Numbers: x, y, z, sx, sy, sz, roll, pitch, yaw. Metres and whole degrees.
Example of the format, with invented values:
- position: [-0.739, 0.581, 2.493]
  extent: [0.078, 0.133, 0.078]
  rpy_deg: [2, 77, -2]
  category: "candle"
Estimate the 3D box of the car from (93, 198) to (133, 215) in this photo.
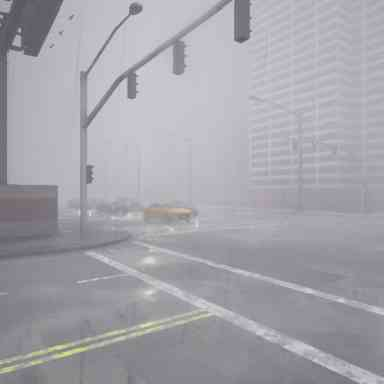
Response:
- position: [-8.038, 1.601, 33.540]
  extent: [1.895, 1.301, 4.718]
  rpy_deg: [0, 0, -35]
  category: "car"

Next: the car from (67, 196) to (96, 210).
- position: [-14.502, 1.547, 42.711]
  extent: [2.033, 1.411, 5.357]
  rpy_deg: [0, 0, -35]
  category: "car"

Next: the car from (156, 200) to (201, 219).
- position: [-1.326, 1.525, 30.101]
  extent: [1.812, 1.442, 4.674]
  rpy_deg: [0, 0, -35]
  category: "car"

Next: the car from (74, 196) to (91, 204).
- position: [-21.519, 1.526, 65.122]
  extent: [1.812, 1.442, 4.674]
  rpy_deg: [0, 0, -35]
  category: "car"

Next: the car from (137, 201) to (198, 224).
- position: [-1.939, 1.478, 24.898]
  extent: [1.882, 1.535, 5.008]
  rpy_deg: [0, 0, -35]
  category: "car"

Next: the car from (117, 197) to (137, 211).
- position: [-7.594, 1.352, 38.990]
  extent: [2.097, 1.767, 4.553]
  rpy_deg: [0, 0, -35]
  category: "car"
